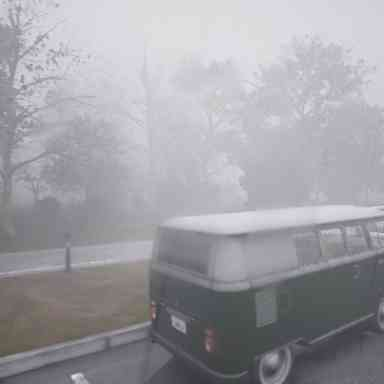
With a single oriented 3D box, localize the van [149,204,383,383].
[{"bbox_3d":[1.615,1.253,5.164,4.442,1.987,1.878,-1,0,-35],"label":"van"}]
